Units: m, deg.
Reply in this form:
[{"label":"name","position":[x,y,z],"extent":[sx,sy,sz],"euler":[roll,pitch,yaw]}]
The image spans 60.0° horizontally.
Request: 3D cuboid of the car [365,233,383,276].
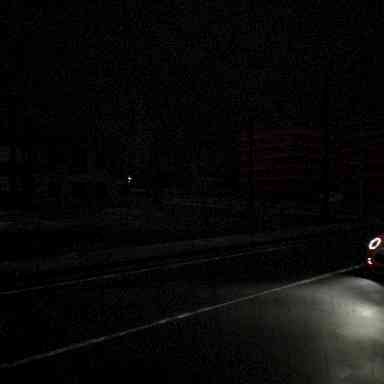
[{"label":"car","position":[6.763,1.350,9.243],"extent":[4.553,1.767,2.097],"euler":[0,0,-37]}]
